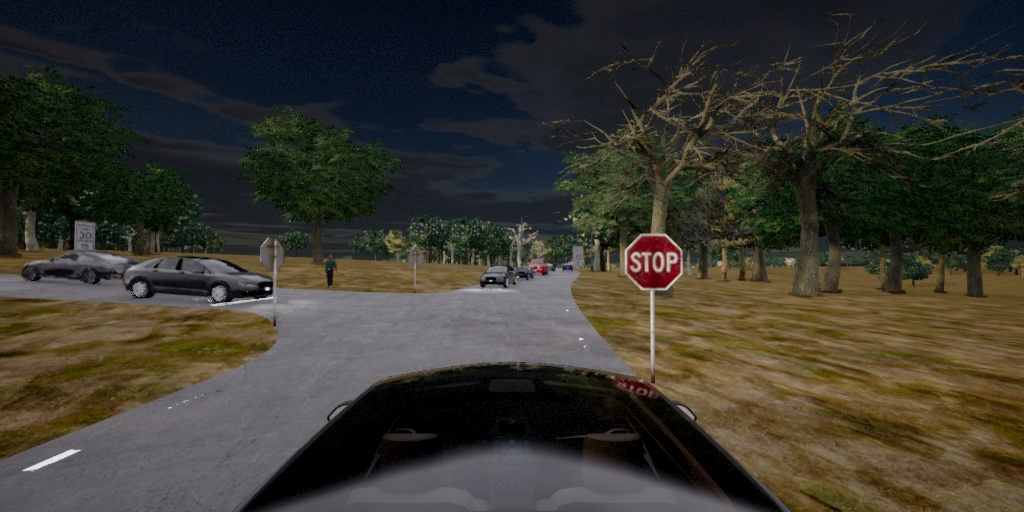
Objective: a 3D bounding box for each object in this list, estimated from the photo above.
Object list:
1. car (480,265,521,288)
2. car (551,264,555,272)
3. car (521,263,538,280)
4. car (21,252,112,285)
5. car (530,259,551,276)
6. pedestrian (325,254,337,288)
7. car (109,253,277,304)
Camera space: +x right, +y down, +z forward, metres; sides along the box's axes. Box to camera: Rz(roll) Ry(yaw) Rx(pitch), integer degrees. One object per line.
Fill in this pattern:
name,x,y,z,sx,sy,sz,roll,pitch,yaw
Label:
car,-0.879,1.419,25.867,1.837,1.490,4.892,0,-1,12
car,6.186,1.959,60.005,1.812,1.442,4.674,0,-1,10
car,1.025,1.647,35.211,1.895,1.301,4.718,0,-1,13
car,-19.687,0.520,16.635,4.674,1.442,1.812,3,-1,3
car,3.282,1.416,45.451,2.150,2.045,5.566,0,-1,12
pedestrian,-9.810,0.788,19.359,0.375,1.860,0.375,0,-4,3
car,-11.126,0.815,12.958,4.892,1.490,1.837,3,-1,4
